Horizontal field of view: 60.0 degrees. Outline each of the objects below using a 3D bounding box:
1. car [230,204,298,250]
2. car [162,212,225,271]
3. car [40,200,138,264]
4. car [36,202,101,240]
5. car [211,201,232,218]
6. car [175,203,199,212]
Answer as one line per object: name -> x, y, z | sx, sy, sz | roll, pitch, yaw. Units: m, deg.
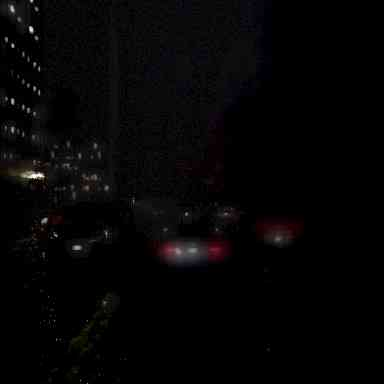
car -> 3.242, 1.449, 14.855 | 2.128, 1.511, 4.902 | 5, 3, -1
car -> 0.011, 1.638, 11.245 | 2.033, 1.411, 5.357 | 0, 0, -1
car -> -3.443, 1.326, 12.640 | 2.150, 2.045, 5.566 | 0, -1, -1
car -> -6.818, 1.507, 18.933 | 2.097, 1.767, 4.553 | 0, 0, -1
car -> 2.863, 1.619, 30.149 | 2.128, 1.511, 4.902 | 5, 2, -3
car -> -0.447, 1.753, 30.894 | 1.837, 1.490, 4.892 | 0, -1, -2
